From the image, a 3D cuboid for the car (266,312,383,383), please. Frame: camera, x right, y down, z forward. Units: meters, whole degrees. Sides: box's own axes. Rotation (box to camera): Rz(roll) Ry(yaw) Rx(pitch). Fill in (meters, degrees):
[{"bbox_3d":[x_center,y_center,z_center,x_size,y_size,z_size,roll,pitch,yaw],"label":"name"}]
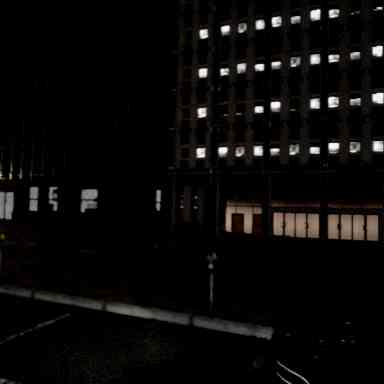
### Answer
[{"bbox_3d":[3.242,1.786,3.057,5.008,1.535,1.882,1,-3,20],"label":"car"}]
